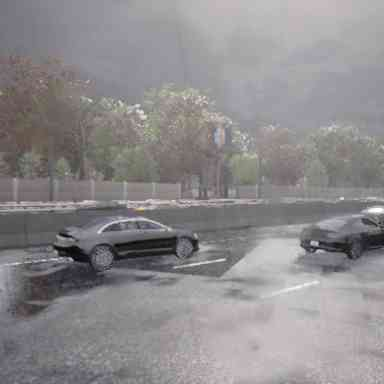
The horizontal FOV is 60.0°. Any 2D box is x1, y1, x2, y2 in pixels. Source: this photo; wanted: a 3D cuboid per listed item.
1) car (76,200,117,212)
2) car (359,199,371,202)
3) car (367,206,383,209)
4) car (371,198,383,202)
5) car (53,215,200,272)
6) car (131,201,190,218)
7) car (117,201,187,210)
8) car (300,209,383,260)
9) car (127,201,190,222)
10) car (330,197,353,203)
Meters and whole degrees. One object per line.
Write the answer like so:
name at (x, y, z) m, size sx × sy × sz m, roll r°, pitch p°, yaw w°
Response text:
car at (-8.714, 1.596, 32.351) m, size 5.008 × 1.535 × 1.882 m, roll 0°, pitch 0°, yaw -36°
car at (30.189, 1.758, 56.322) m, size 4.718 × 1.301 × 1.895 m, roll 0°, pitch 0°, yaw -36°
car at (12.574, 1.594, 21.649) m, size 5.357 × 1.411 × 2.033 m, roll 0°, pitch 0°, yaw -36°
car at (30.545, 1.665, 52.269) m, size 4.674 × 1.442 × 1.812 m, roll 0°, pitch 0°, yaw -36°
car at (-1.962, 1.531, 11.031) m, size 4.902 × 1.511 × 2.128 m, roll 0°, pitch 0°, yaw -36°
car at (-2.963, 1.656, 32.218) m, size 5.357 × 1.411 × 2.033 m, roll 0°, pitch 0°, yaw -36°
car at (-2.454, 1.558, 23.922) m, size 5.008 × 1.535 × 1.882 m, roll 0°, pitch 0°, yaw -36°
car at (5.958, 1.555, 12.499) m, size 4.674 × 1.442 × 1.812 m, roll 0°, pitch 0°, yaw -36°
car at (-2.790, 1.572, 28.010) m, size 5.008 × 1.535 × 1.882 m, roll 0°, pitch 0°, yaw -36°
car at (25.869, 1.658, 57.516) m, size 4.902 × 1.511 × 2.128 m, roll 0°, pitch 0°, yaw -36°
